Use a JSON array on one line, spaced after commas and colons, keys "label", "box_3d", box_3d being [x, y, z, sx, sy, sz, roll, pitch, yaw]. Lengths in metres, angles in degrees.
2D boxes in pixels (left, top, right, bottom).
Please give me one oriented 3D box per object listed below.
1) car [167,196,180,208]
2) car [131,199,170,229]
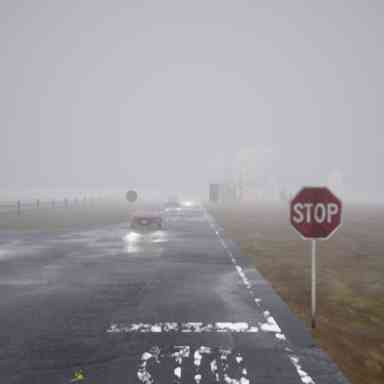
[{"label": "car", "box_3d": [-2.757, 1.332, 47.743, 2.097, 1.767, 4.553, 0, 0, 0]}, {"label": "car", "box_3d": [-2.753, 1.475, 21.851, 1.882, 1.535, 5.008, 0, 0, 0]}]
